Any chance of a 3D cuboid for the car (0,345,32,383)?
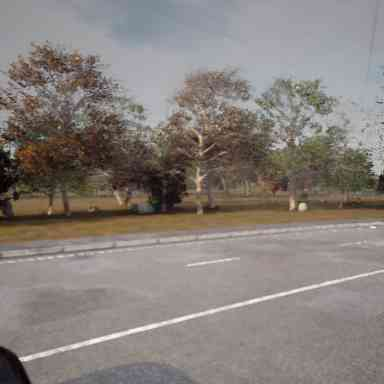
[{"bbox_3d":[-2.915,1.553,1.547,4.181,1.385,1.994,0,0,-36],"label":"car"}]
